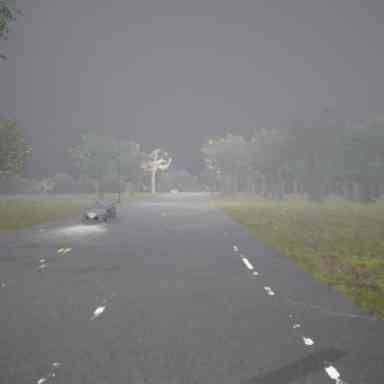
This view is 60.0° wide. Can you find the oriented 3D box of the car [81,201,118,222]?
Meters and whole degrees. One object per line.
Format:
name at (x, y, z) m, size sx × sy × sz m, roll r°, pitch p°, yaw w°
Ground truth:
car at (-7.004, 1.474, 25.659) m, size 2.128 × 1.511 × 4.902 m, roll 0°, pitch 0°, yaw 0°
